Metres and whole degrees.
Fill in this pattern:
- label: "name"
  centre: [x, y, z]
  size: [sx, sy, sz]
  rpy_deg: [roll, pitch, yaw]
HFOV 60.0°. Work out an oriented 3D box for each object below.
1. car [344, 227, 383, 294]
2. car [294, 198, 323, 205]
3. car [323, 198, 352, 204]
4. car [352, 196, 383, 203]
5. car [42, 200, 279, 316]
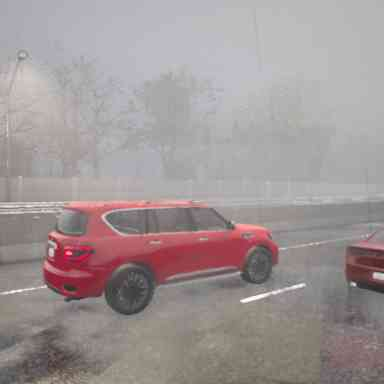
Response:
- label: "car"
  centre: [5.559, 1.426, 7.714]
  size: [5.008, 1.535, 1.882]
  rpy_deg: [0, 0, -36]
- label: "car"
  centre: [14.365, 1.421, 40.033]
  size: [4.718, 1.301, 1.895]
  rpy_deg: [0, 0, -35]
- label: "car"
  centre: [17.250, 1.380, 37.789]
  size: [4.181, 1.385, 1.994]
  rpy_deg: [0, 0, -35]
- label: "car"
  centre: [19.285, 1.168, 34.943]
  size: [4.553, 1.767, 2.097]
  rpy_deg: [0, 0, -35]
- label: "car"
  centre: [-0.435, 1.198, 7.741]
  size: [5.566, 2.045, 2.150]
  rpy_deg: [0, 0, -35]
